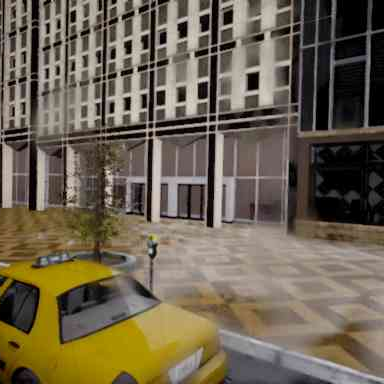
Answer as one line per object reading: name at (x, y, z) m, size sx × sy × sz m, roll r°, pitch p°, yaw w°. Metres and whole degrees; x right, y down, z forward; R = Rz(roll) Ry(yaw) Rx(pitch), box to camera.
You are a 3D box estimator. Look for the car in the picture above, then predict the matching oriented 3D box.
car at (-1.926, 1.446, 4.257) m, size 4.829 × 1.417 × 1.752 m, roll 1°, pitch 1°, yaw 36°
